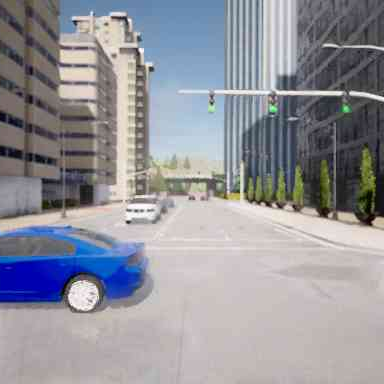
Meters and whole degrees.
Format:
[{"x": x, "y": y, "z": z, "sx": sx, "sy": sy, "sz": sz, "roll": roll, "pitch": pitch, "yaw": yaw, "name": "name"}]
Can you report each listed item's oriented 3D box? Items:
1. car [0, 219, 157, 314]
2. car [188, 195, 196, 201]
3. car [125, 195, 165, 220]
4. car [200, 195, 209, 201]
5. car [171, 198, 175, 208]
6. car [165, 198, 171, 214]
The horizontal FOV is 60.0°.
[{"x": -3.405, "y": 1.465, "z": 7.000, "sx": 5.008, "sy": 1.535, "sz": 1.882, "roll": 0, "pitch": 0, "yaw": 0, "name": "car"}, {"x": -0.017, "y": 1.613, "z": 85.979, "sx": 1.837, "sy": 1.490, "sz": 4.892, "roll": 0, "pitch": 0, "yaw": 0, "name": "car"}, {"x": -3.602, "y": 1.266, "z": 25.439, "sx": 2.150, "sy": 2.045, "sz": 5.566, "roll": 0, "pitch": 0, "yaw": 0, "name": "car"}, {"x": 3.482, "y": 1.679, "z": 86.397, "sx": 1.994, "sy": 1.385, "sz": 4.181, "roll": 0, "pitch": 0, "yaw": 0, "name": "car"}, {"x": -3.564, "y": 1.593, "z": 48.748, "sx": 1.812, "sy": 1.442, "sz": 4.674, "roll": 0, "pitch": 0, "yaw": 0, "name": "car"}, {"x": -3.601, "y": 1.532, "z": 35.785, "sx": 1.882, "sy": 1.535, "sz": 5.008, "roll": 0, "pitch": 0, "yaw": 0, "name": "car"}]
